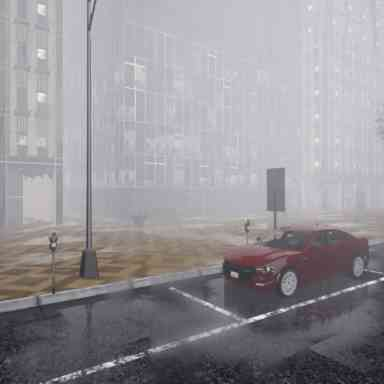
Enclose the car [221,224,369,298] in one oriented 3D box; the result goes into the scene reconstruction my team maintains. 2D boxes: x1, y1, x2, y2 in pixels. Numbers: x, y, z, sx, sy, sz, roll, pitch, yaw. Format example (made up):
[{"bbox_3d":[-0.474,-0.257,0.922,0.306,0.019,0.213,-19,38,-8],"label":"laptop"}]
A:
[{"bbox_3d":[2.752,1.545,8.502,4.507,1.381,1.887,0,0,-35],"label":"car"}]
